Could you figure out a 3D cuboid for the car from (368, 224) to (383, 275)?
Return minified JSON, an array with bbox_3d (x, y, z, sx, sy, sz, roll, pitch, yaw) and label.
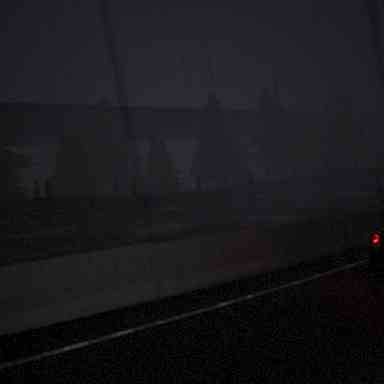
[{"bbox_3d":[6.429,1.064,8.334,4.553,1.767,2.097,-4,2,-35],"label":"car"}]
